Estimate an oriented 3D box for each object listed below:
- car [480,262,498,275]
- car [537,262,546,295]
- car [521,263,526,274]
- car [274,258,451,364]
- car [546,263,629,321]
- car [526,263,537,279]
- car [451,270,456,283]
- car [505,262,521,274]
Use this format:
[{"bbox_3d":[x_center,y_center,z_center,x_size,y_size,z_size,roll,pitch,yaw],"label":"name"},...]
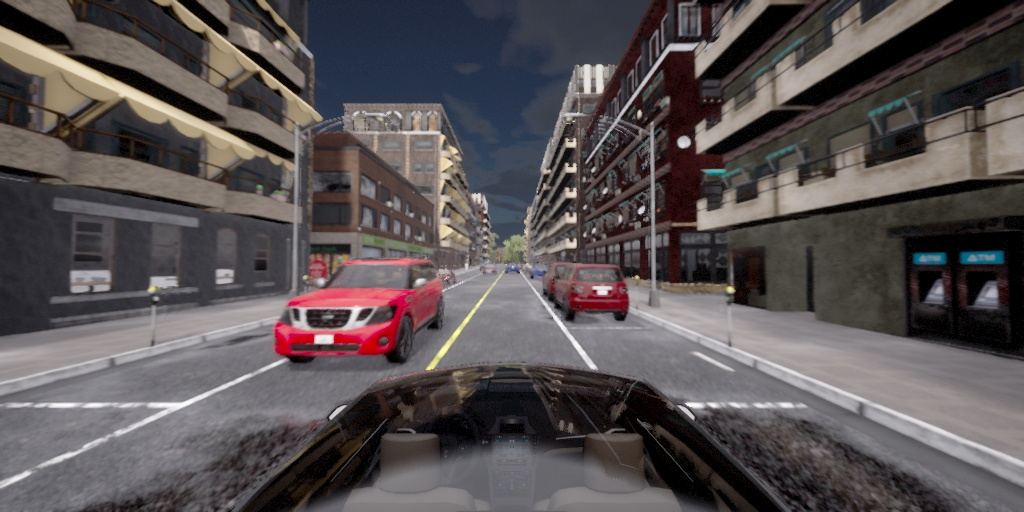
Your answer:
[{"bbox_3d":[-3.071,1.881,50.336,1.812,1.442,4.674,0,-1,0],"label":"car"},{"bbox_3d":[2.693,1.275,18.674,2.192,1.841,5.009,0,0,0],"label":"car"},{"bbox_3d":[2.695,1.928,52.099,2.007,1.370,4.403,0,0,0],"label":"car"},{"bbox_3d":[-3.100,1.058,8.687,2.150,2.045,5.566,0,-1,0],"label":"car"},{"bbox_3d":[2.692,1.206,13.104,2.192,1.841,5.009,0,0,0],"label":"car"},{"bbox_3d":[3.003,1.567,39.134,2.097,1.767,4.553,0,-1,0],"label":"car"},{"bbox_3d":[-5.687,1.682,29.857,1.802,1.307,4.207,0,0,0],"label":"car"},{"bbox_3d":[0.031,1.760,54.592,2.097,1.767,4.553,0,-1,-3],"label":"car"}]
